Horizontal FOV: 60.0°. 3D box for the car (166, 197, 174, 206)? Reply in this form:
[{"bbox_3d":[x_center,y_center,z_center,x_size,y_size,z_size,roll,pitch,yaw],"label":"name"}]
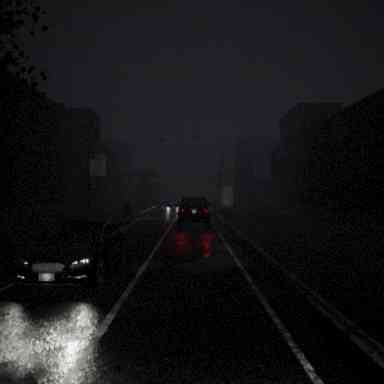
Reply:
[{"bbox_3d":[-2.999,1.519,53.776,1.812,1.442,4.674,0,0,0],"label":"car"}]

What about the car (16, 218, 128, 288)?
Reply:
[{"bbox_3d":[-3.089,1.551,9.516,2.128,1.511,4.902,0,0,0],"label":"car"}]

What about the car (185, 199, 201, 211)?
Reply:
[{"bbox_3d":[0.152,1.644,42.219,1.895,1.301,4.718,0,0,0],"label":"car"}]

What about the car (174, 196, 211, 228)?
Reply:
[{"bbox_3d":[0.130,1.313,23.406,2.150,2.045,5.566,0,0,0],"label":"car"}]
